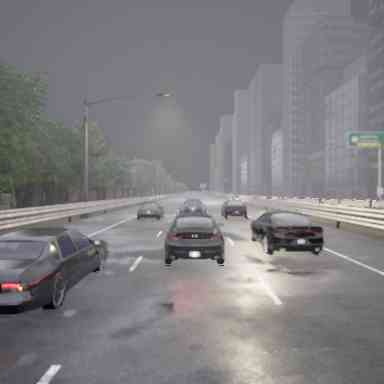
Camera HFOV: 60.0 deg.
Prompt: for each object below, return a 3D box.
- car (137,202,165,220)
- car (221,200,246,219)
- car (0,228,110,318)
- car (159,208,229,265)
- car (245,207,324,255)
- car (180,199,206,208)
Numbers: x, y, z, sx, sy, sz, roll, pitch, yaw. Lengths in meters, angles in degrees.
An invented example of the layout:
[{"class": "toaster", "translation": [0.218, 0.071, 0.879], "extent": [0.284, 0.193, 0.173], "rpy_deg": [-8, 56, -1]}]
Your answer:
[{"class": "car", "translation": [-3.409, 1.553, 28.156], "extent": [1.994, 1.385, 4.181], "rpy_deg": [0, 0, 0]}, {"class": "car", "translation": [3.592, 1.466, 29.020], "extent": [1.882, 1.535, 5.008], "rpy_deg": [0, 0, 0]}, {"class": "car", "translation": [-3.433, 1.543, 7.723], "extent": [2.033, 1.411, 5.357], "rpy_deg": [0, 0, 0]}, {"class": "car", "translation": [0.085, 1.497, 11.674], "extent": [1.837, 1.490, 4.892], "rpy_deg": [0, 0, 0]}, {"class": "car", "translation": [3.591, 1.471, 13.390], "extent": [1.882, 1.535, 5.008], "rpy_deg": [0, 0, 0]}, {"class": "car", "translation": [0.088, 1.341, 27.246], "extent": [2.097, 1.767, 4.553], "rpy_deg": [0, 0, 0]}]
